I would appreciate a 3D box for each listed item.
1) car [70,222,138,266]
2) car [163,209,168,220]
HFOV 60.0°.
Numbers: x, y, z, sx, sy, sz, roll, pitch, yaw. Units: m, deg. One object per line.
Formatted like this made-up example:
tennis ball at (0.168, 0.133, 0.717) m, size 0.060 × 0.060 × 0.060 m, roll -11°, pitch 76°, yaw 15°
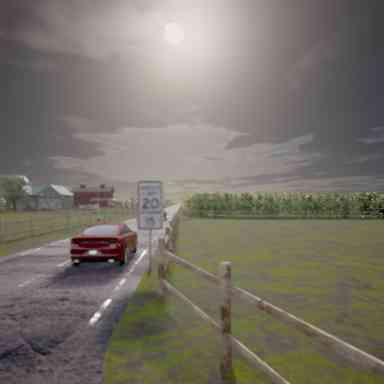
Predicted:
car at (-3.402, 1.961, 13.593) m, size 1.882 × 1.535 × 5.008 m, roll 0°, pitch -2°, yaw -2°
car at (-4.546, 3.171, 47.037) m, size 1.837 × 1.490 × 4.892 m, roll 0°, pitch -2°, yaw -2°
